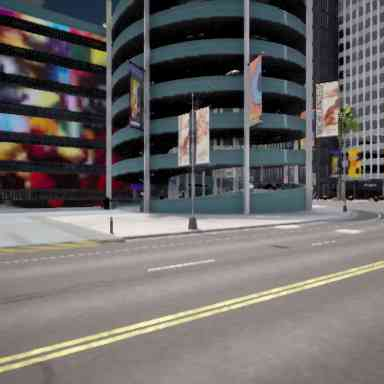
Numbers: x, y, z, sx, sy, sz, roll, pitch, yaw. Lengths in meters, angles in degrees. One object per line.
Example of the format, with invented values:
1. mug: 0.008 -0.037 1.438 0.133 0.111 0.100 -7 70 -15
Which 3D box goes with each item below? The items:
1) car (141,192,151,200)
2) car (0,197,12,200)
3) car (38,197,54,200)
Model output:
1. car: -10.604 1.005 68.509 2.435 2.045 5.566 0 0 -36
2. car: -24.296 1.295 43.080 2.002 1.452 4.674 0 0 -36
3. car: -25.121 1.438 57.013 1.895 1.301 4.718 0 0 -36
